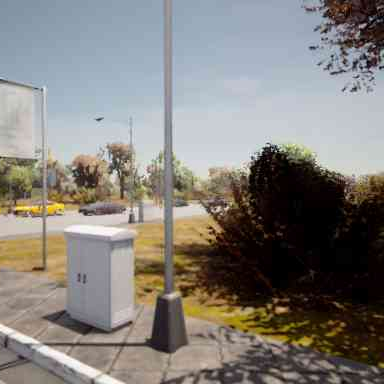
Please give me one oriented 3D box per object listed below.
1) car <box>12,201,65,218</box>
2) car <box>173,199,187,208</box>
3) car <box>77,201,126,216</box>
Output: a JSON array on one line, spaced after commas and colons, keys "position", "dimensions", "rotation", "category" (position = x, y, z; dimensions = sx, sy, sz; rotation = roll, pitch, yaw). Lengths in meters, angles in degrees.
[{"position": [-15.059, 1.646, 32.858], "dimensions": [1.882, 1.535, 5.008], "rotation": [0, 0, 33], "category": "car"}, {"position": [-2.513, 1.736, 52.111], "dimensions": [1.994, 1.385, 4.181], "rotation": [0, 0, 33], "category": "car"}, {"position": [-9.405, 1.698, 35.142], "dimensions": [2.033, 1.411, 5.357], "rotation": [0, 0, 33], "category": "car"}]
